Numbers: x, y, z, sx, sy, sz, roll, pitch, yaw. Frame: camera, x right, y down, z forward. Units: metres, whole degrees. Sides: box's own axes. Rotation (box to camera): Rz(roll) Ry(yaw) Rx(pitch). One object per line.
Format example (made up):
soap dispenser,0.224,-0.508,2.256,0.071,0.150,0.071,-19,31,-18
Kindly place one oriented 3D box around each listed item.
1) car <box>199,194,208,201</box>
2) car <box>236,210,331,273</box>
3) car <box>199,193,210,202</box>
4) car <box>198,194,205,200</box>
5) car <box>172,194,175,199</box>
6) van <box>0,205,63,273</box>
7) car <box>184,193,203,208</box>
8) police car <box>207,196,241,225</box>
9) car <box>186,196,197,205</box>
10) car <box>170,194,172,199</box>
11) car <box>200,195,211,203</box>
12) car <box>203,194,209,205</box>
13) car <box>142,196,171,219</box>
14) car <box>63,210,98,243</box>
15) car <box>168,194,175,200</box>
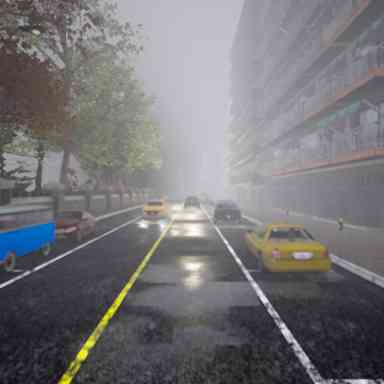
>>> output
car,2.668,1.316,77.783,1.967,1.590,4.097,0,0,0
car,2.687,1.501,10.389,1.752,1.417,4.829,0,0,0
car,2.668,1.196,72.151,2.192,1.841,5.009,0,0,0
car,2.663,1.304,94.673,1.967,1.590,4.097,0,0,0
car,-5.712,1.426,77.780,2.008,1.369,4.403,0,0,0
van,-5.693,1.317,10.215,1.690,1.788,3.998,0,0,0
car,0.015,1.265,45.147,2.097,1.767,4.553,0,0,0
police car,2.359,1.373,23.980,1.930,1.638,5.238,0,0,0
car,-0.016,1.399,58.649,1.837,1.490,4.892,0,0,0
car,-5.710,1.326,66.518,1.967,1.590,4.097,0,0,0
car,2.671,1.327,66.521,1.967,1.590,4.097,0,0,0
car,2.674,1.443,55.262,1.887,1.381,4.507,0,0,0
car,-3.107,1.416,28.619,1.882,1.535,5.008,0,0,0
car,-5.695,1.546,15.846,1.802,1.307,4.206,0,0,0
car,-5.717,1.389,94.500,1.752,1.417,4.829,0,0,0
